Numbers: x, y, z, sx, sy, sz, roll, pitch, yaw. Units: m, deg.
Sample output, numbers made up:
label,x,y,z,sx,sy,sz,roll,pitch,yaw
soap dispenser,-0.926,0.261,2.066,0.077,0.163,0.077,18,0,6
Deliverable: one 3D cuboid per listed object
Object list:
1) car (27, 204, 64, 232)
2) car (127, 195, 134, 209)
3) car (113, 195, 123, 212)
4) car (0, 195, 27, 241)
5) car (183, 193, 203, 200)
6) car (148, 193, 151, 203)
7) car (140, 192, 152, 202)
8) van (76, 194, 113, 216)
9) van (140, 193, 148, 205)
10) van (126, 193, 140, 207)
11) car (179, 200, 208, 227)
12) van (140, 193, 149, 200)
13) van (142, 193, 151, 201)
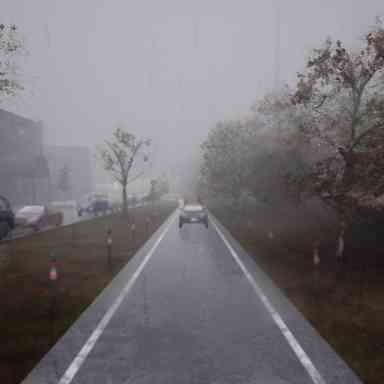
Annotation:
label,x,y,z,sx,sy,sz,roll,pitch,yaw
car,-9.052,1.429,19.482,2.002,1.452,4.674,0,0,0
car,-9.075,1.432,41.649,2.163,1.488,4.792,0,-1,-2
car,-9.070,1.393,36.138,2.231,1.521,4.892,0,-1,-2
car,-9.044,1.142,12.737,2.435,2.045,5.566,0,0,1
car,0.103,1.197,40.655,2.150,2.045,5.566,0,0,0
car,-9.862,1.475,69.349,2.002,1.452,4.674,1,-1,-5
car,-10.385,1.185,74.887,2.435,2.045,5.566,1,-1,-9
van,-9.069,1.181,30.453,1.878,1.987,4.442,0,0,2
van,-9.249,1.198,58.113,1.878,1.987,4.442,0,-1,-2
van,-9.085,1.186,48.162,1.878,1.987,4.442,0,-1,-2
car,0.104,1.482,22.213,1.812,1.442,4.674,0,0,0
van,-13.143,1.232,91.341,1.878,1.987,4.442,1,-1,-15
van,-11.096,1.211,80.344,1.878,1.987,4.442,1,-1,-10
